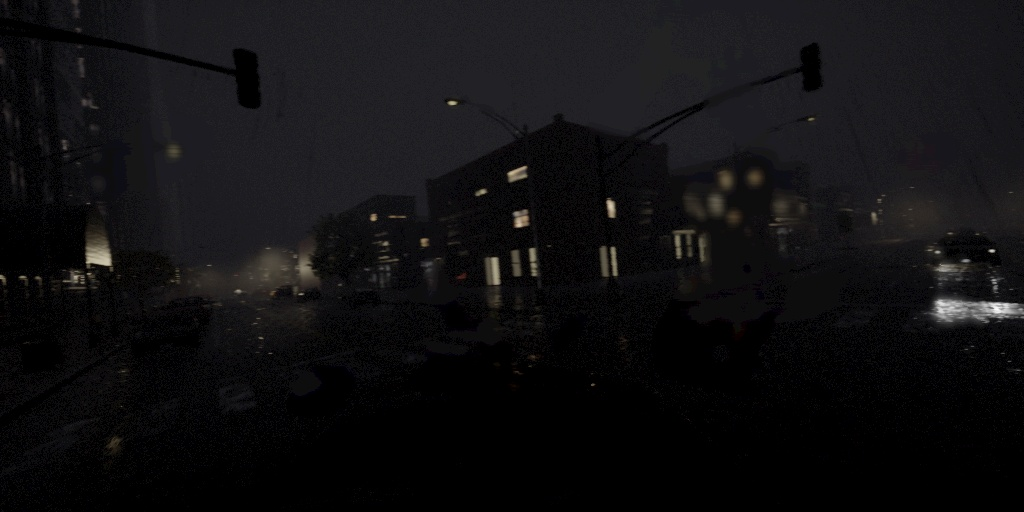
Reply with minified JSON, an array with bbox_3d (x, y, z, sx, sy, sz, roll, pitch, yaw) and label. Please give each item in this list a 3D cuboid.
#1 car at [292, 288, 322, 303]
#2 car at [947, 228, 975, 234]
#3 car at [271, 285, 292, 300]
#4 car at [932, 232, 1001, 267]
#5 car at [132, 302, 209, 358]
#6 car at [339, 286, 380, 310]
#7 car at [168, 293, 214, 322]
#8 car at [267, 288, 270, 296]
[{"bbox_3d":[-20.255,3.909,35.880,2.007,1.370,4.403,0,0,-40],"label":"car"},{"bbox_3d":[38.812,-1.636,30.955,4.902,1.511,2.128,-4,-1,-39],"label":"car"},{"bbox_3d":[-31.267,4.973,49.210,2.192,1.841,5.009,0,0,-40],"label":"car"},{"bbox_3d":[21.291,-0.229,16.895,4.718,1.301,1.895,-4,-1,-39],"label":"car"},{"bbox_3d":[-13.212,2.887,13.979,1.948,1.339,4.313,0,0,-40],"label":"car"},{"bbox_3d":[-10.096,2.712,23.749,2.007,1.370,4.403,0,0,-40],"label":"car"},{"bbox_3d":[-19.753,3.409,21.952,2.192,1.841,5.009,0,0,-40],"label":"car"},{"bbox_3d":[-34.887,5.598,53.599,1.751,1.417,4.829,0,0,-40],"label":"car"}]
